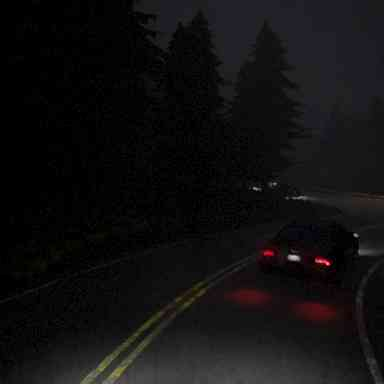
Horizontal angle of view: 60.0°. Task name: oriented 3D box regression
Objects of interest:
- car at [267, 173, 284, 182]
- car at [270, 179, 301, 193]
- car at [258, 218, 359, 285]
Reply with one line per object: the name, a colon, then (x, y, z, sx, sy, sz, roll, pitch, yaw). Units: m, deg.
car: (16.383, -2.821, 65.042, 2.128, 1.511, 4.902, 3, 6, 29)
car: (10.309, -0.328, 36.813, 1.994, 1.385, 4.181, -1, 5, -14)
car: (3.609, 1.496, 9.664, 2.033, 1.411, 5.357, 3, 3, 31)
